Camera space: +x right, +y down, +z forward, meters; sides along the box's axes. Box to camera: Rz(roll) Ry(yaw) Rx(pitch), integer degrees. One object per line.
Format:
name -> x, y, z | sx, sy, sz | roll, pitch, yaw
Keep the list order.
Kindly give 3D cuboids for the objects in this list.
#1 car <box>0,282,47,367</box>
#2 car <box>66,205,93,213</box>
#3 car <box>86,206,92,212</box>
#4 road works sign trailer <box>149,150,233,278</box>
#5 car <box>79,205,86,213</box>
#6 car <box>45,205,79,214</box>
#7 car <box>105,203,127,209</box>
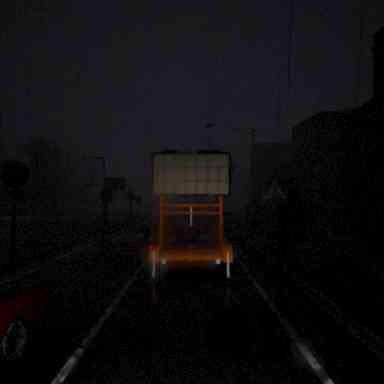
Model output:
car -> -3.244, 1.630, 3.079 | 1.895, 1.301, 4.718 | 0, -1, 0
car -> -21.772, 3.257, 64.562 | 4.674, 1.452, 2.002 | 0, -2, 0
car -> -21.793, 3.118, 61.416 | 5.008, 1.535, 2.097 | 0, -2, 0
road works sign trailer -> -0.022, 0.519, 10.283 | 2.380, 3.560, 2.880 | 0, -1, 0
car -> -21.796, 3.018, 58.144 | 4.892, 1.521, 2.231 | 0, -2, 0
car -> -21.812, 2.955, 54.869 | 4.674, 1.452, 2.002 | 0, -2, 0
car -> -21.649, 4.109, 93.034 | 5.008, 1.535, 2.097 | 0, -2, 0
